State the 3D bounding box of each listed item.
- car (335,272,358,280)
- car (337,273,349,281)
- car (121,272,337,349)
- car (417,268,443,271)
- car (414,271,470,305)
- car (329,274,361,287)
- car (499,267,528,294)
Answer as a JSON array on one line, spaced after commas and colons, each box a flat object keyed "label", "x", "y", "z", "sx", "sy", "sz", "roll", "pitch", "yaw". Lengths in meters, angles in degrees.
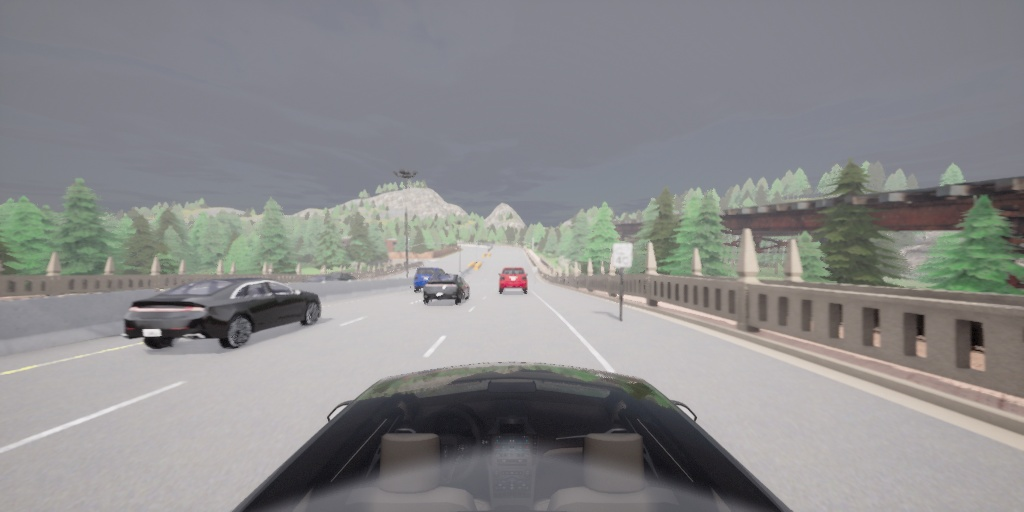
[{"label": "car", "x": -17.581, "y": 2.416, "z": 35.833, "sx": 2.097, "sy": 1.767, "sz": 4.553, "roll": 0, "pitch": -3, "yaw": 0}, {"label": "car", "x": -14.092, "y": 2.153, "z": 26.277, "sx": 1.994, "sy": 1.385, "sz": 4.181, "roll": 0, "pitch": -3, "yaw": 0}, {"label": "car", "x": -6.899, "y": 1.316, "z": 9.305, "sx": 2.128, "sy": 1.511, "sz": 4.902, "roll": 0, "pitch": -1, "yaw": 0}, {"label": "car", "x": -6.897, "y": 2.054, "z": 31.192, "sx": 2.150, "sy": 2.045, "sz": 5.566, "roll": 0, "pitch": -3, "yaw": 0}, {"label": "car", "x": -3.398, "y": 1.723, "z": 19.213, "sx": 2.128, "sy": 1.511, "sz": 4.902, "roll": 0, "pitch": -3, "yaw": 0}, {"label": "car", "x": -21.070, "y": 3.066, "z": 45.401, "sx": 1.812, "sy": 1.442, "sz": 4.674, "roll": 0, "pitch": -3, "yaw": 0}, {"label": "car", "x": 0.103, "y": 1.955, "z": 29.201, "sx": 2.150, "sy": 2.045, "sz": 5.566, "roll": 0, "pitch": -3, "yaw": 0}]
